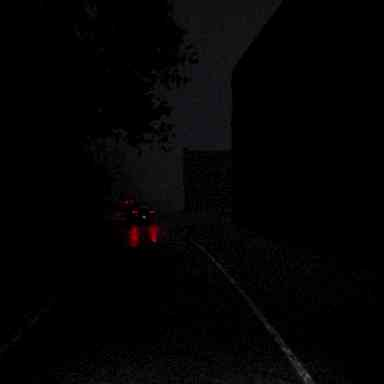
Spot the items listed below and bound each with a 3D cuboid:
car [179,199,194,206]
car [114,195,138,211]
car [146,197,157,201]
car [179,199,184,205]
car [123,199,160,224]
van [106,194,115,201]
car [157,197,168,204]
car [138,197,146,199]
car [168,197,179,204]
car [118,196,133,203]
[{"bbox_3d":[-1.519,2.810,88.796,2.163,1.488,4.792,3,-2,-28],"label":"car"},{"bbox_3d":[-8.325,1.352,42.421,2.150,2.045,5.566,0,-1,-10],"label":"car"},{"bbox_3d":[-11.345,1.993,83.604,2.185,1.767,4.553,4,-2,-28],"label":"car"},{"bbox_3d":[-3.975,2.631,87.506,2.231,1.521,4.892,4,-2,-28],"label":"car"},{"bbox_3d":[-3.960,1.551,25.243,1.812,1.442,4.674,0,0,-16],"label":"car"},{"bbox_3d":[-22.415,1.597,92.334,1.878,1.987,4.442,4,-2,-28],"label":"van"},{"bbox_3d":[-8.889,2.298,84.876,2.097,1.535,5.008,4,-2,-28],"label":"car"},{"bbox_3d":[-13.803,1.961,82.284,2.163,1.488,4.792,4,-2,-28],"label":"car"},{"bbox_3d":[-6.434,2.218,86.231,2.435,2.045,5.566,4,-2,-28],"label":"car"},{"bbox_3d":[-16.224,1.773,80.922,2.163,1.488,4.792,4,-2,-28],"label":"car"}]
